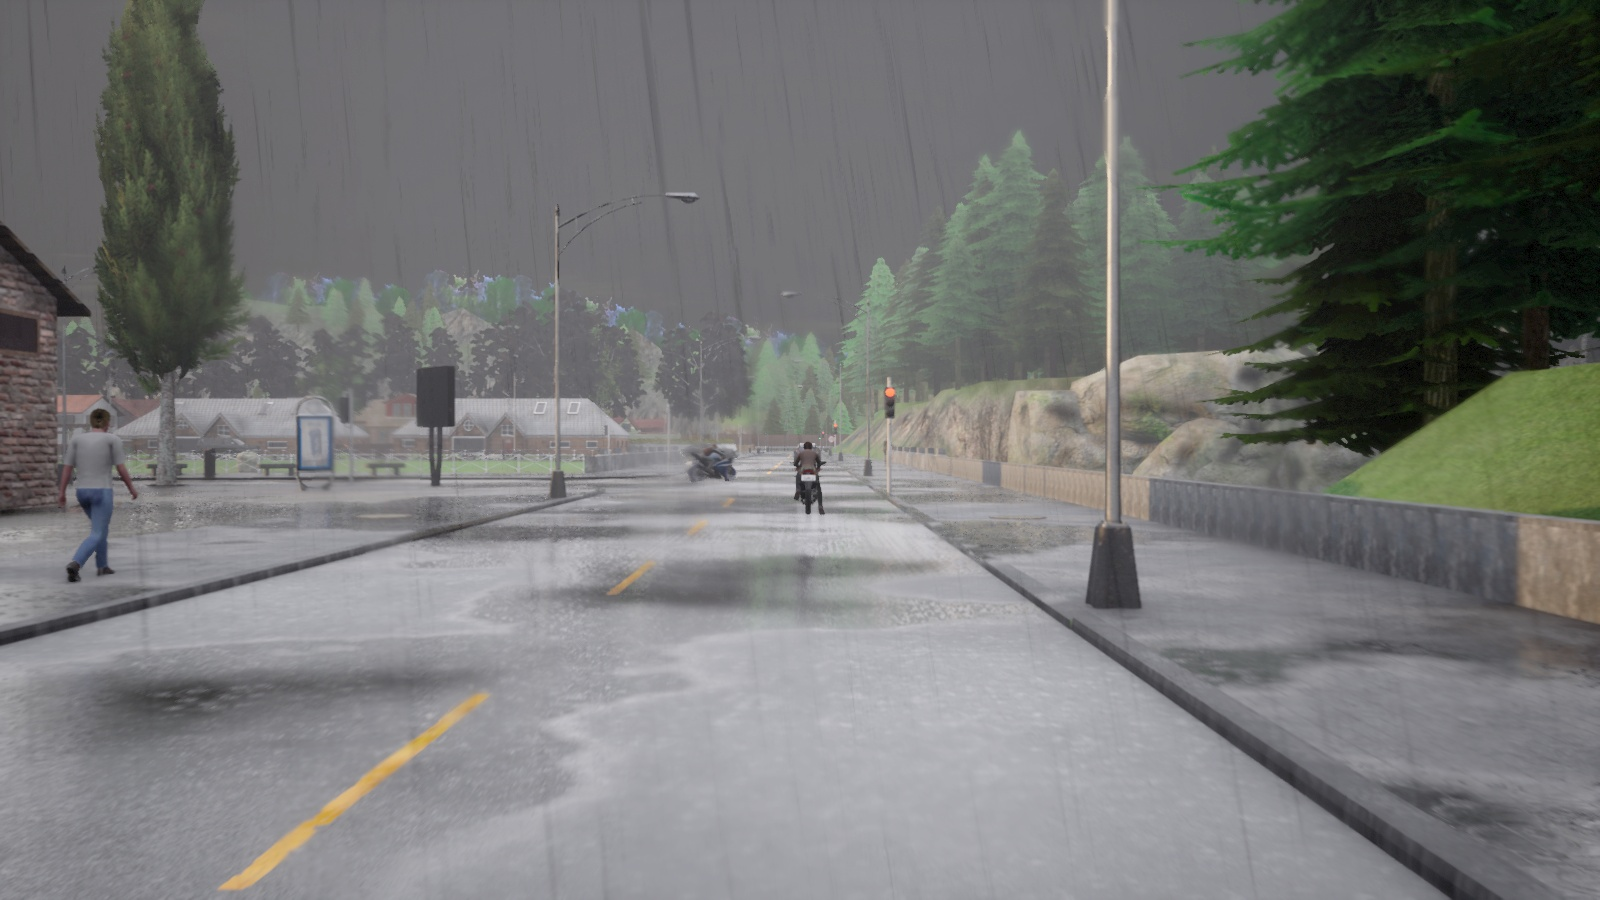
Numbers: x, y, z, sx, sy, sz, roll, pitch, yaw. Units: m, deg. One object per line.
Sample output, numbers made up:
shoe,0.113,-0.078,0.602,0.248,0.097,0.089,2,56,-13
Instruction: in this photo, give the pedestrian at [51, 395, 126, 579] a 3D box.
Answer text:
pedestrian,-7.281,0.371,12.873,0.354,1.836,0.706,0,0,1

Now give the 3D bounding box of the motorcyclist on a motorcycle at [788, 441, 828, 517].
motorcyclist on a motorcycle,0.168,0.581,26.188,0.797,1.523,2.044,0,0,0

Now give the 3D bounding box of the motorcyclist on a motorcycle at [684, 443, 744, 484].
motorcyclist on a motorcycle,-3.272,0.509,47.920,2.191,1.530,0.866,0,-1,-40

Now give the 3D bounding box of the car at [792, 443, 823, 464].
car,0.543,0.232,91.269,2.163,1.488,4.792,0,0,0
